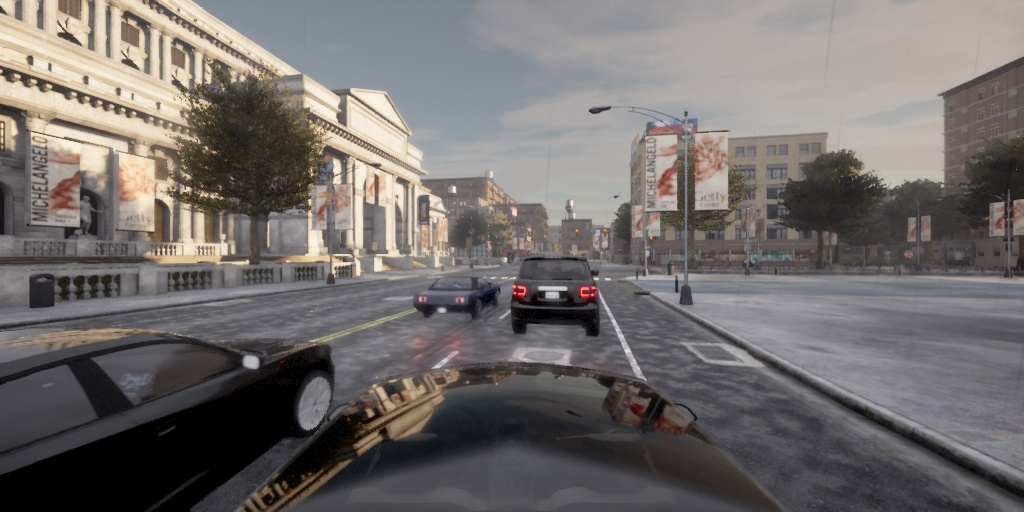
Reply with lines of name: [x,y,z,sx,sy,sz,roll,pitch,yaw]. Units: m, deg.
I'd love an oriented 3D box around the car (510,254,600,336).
car: [1.382,0.971,10.644,2.150,2.045,5.566,0,0,10]

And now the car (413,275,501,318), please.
car: [-1.718,1.350,13.021,1.895,1.301,4.718,0,0,10]

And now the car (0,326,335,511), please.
car: [-3.172,1.228,2.434,1.882,1.535,5.008,0,0,2]
